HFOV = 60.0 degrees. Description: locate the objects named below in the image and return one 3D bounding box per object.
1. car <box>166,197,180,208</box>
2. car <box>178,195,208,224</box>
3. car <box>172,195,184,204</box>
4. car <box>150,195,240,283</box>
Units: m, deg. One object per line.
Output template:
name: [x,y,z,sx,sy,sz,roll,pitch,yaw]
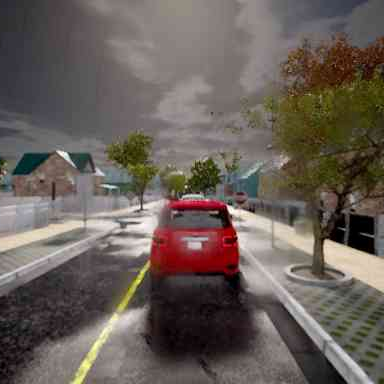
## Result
car: [-2.819,1.590,51.136,1.882,1.535,5.008,0,0,0]
car: [0.089,1.260,26.268,2.150,2.045,5.566,0,0,0]
car: [-2.749,1.536,67.228,2.097,1.767,4.553,0,0,0]
car: [0.088,1.235,9.868,2.150,2.045,5.566,0,0,1]
